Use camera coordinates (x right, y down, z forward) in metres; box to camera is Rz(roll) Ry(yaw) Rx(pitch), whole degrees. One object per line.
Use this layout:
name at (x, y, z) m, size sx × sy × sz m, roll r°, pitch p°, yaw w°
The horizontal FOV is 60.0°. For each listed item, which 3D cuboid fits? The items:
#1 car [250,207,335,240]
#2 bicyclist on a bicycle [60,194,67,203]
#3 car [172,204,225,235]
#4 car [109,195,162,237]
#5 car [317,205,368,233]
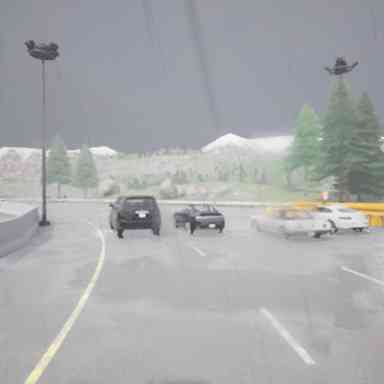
car at (4.685, 1.535, 16.770) m, size 1.895 × 1.301 × 4.718 m, roll 0°, pitch 0°, yaw -15°
bicyclist on a bicycle at (-25.305, 1.170, 65.698) m, size 0.582 × 1.620 × 1.656 m, roll 1°, pitch -21°, yaw 27°
car at (0.238, 1.439, 18.628) m, size 2.128 × 1.511 × 4.902 m, roll 0°, pitch 0°, yaw -18°
car at (-3.211, 1.189, 18.188) m, size 2.150 × 2.045 × 5.566 m, roll 0°, pitch 0°, yaw -19°
car at (7.719, 1.434, 18.773) m, size 1.812 × 1.442 × 4.674 m, roll 0°, pitch 0°, yaw -16°
